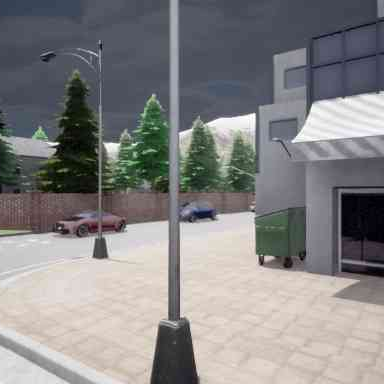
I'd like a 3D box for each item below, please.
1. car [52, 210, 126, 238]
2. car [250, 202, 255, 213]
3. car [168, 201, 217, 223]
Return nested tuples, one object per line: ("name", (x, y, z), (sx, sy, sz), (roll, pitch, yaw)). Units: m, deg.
("car", (-5.837, 1.742, 19.275), (1.994, 1.385, 4.181), (0, 0, 37))
("car", (8.896, 1.394, 39.134), (2.150, 2.045, 5.566), (0, 1, 37))
("car", (0.100, 1.530, 27.294), (2.097, 1.767, 4.553), (0, 0, 37))
